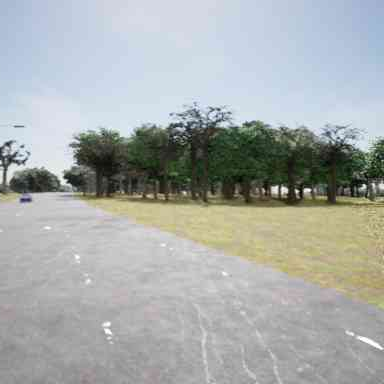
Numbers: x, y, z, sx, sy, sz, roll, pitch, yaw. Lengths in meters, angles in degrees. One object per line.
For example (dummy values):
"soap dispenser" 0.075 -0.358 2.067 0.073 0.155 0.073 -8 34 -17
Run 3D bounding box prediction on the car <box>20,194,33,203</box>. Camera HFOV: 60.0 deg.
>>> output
"car" -31.118 1.110 62.448 1.882 1.535 5.008 0 1 -21
